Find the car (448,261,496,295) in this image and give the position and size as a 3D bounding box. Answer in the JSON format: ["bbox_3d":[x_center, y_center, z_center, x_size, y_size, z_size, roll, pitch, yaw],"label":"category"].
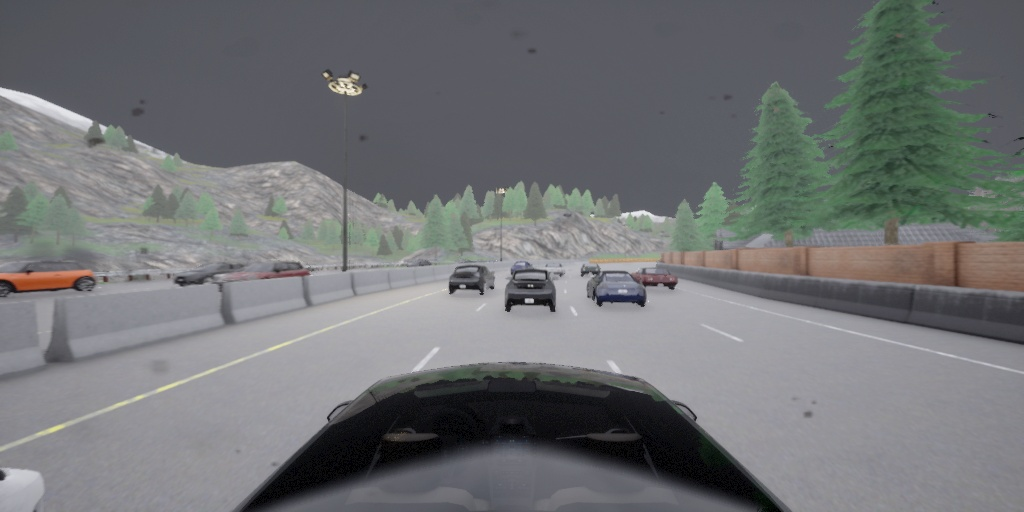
[{"bbox_3d":[-2.123,1.240,19.932,1.837,1.490,4.892,0,0,7],"label":"car"}]

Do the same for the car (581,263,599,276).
[{"bbox_3d":[8.064,1.355,36.588,1.895,1.301,4.718,0,0,14],"label":"car"}]

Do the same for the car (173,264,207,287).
[{"bbox_3d":[-19.455,1.190,23.812,1.837,1.490,4.892,0,0,8],"label":"car"}]

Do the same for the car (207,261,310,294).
[{"bbox_3d":[-12.972,1.057,19.078,2.097,1.767,4.553,0,0,7],"label":"car"}]

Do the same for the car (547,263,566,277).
[{"bbox_3d":[4.271,1.345,35.796,1.895,1.301,4.718,0,0,13],"label":"car"}]

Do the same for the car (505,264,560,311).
[{"bbox_3d":[0.796,1.251,14.417,1.837,1.490,4.892,0,0,5],"label":"car"}]

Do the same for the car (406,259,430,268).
[{"bbox_3d":[-15.044,1.172,57.631,2.128,1.511,4.902,0,0,19],"label":"car"}]

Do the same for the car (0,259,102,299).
[{"bbox_3d":[-23.687,1.029,17.450,2.097,1.767,4.553,0,0,6],"label":"car"}]

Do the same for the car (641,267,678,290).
[{"bbox_3d":[8.826,1.364,22.676,1.895,1.301,4.718,0,0,9],"label":"car"}]

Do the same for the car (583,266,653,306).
[{"bbox_3d":[4.448,1.319,15.765,1.994,1.385,4.181,0,0,6],"label":"car"}]

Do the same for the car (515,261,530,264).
[{"bbox_3d":[1.100,1.260,37.496,1.812,1.442,4.674,0,0,13],"label":"car"}]

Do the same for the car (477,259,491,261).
[{"bbox_3d":[-3.508,1.274,58.718,1.994,1.385,4.181,0,0,21],"label":"car"}]

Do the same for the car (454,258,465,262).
[{"bbox_3d":[-8.937,1.187,64.095,2.128,1.511,4.902,0,0,21],"label":"car"}]

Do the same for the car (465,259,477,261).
[{"bbox_3d":[-5.815,1.266,62.469,1.994,1.385,4.181,0,0,21],"label":"car"}]
